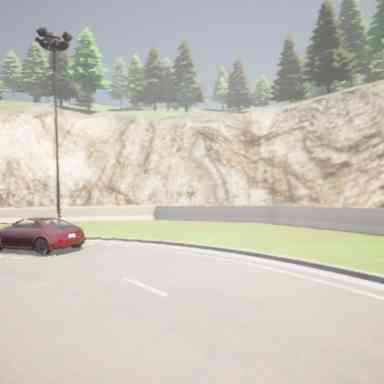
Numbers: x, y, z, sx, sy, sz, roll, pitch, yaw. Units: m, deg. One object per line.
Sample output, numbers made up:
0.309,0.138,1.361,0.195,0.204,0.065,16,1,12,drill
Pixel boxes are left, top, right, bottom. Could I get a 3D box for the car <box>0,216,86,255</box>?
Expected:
-6.556,1.738,13.971,4.181,1.385,1.994,-2,0,25,car
